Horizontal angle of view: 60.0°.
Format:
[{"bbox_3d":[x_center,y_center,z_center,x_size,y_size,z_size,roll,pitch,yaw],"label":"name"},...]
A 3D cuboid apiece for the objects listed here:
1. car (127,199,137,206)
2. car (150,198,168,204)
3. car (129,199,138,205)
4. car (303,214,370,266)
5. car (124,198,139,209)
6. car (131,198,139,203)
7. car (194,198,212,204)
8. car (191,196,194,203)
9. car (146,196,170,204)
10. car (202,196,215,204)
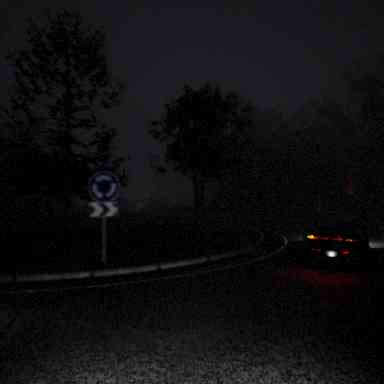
[{"bbox_3d":[-12.301,2.162,68.757,1.837,1.490,4.892,0,-1,-8],"label":"car"},{"bbox_3d":[-8.901,2.399,89.118,4.674,1.452,2.002,0,-1,-9],"label":"car"},{"bbox_3d":[-13.678,2.333,78.271,1.994,1.385,4.181,0,-1,-8],"label":"car"},{"bbox_3d":[5.169,1.529,11.812,1.837,1.490,4.892,1,1,27],"label":"car"},{"bbox_3d":[-10.241,1.959,54.692,1.882,1.535,5.008,0,-1,-8],"label":"car"},{"bbox_3d":[-15.253,2.264,88.999,1.812,1.442,4.674,0,-1,-8],"label":"car"},{"bbox_3d":[3.072,2.490,93.957,4.892,1.521,2.231,0,-1,-9],"label":"car"},{"bbox_3d":[3.461,2.205,91.288,5.566,2.045,2.435,0,-1,-9],"label":"car"},{"bbox_3d":[-8.484,2.072,86.328,5.566,2.045,2.435,0,-1,-9],"label":"car"},{"bbox_3d":[4.328,2.249,85.573,4.553,1.767,2.185,0,0,-9],"label":"car"}]
